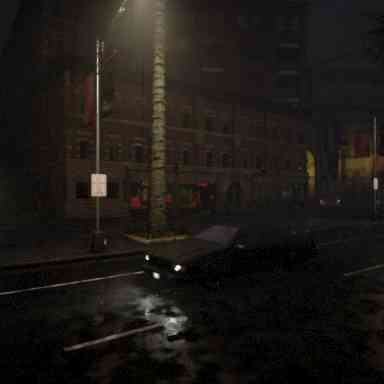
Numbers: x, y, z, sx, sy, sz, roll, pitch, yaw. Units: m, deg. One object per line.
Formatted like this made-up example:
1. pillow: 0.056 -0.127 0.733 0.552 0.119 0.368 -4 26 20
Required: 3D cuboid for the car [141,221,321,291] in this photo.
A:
1. car: 1.342 1.546 9.248 5.357 1.411 2.033 0 0 -36
